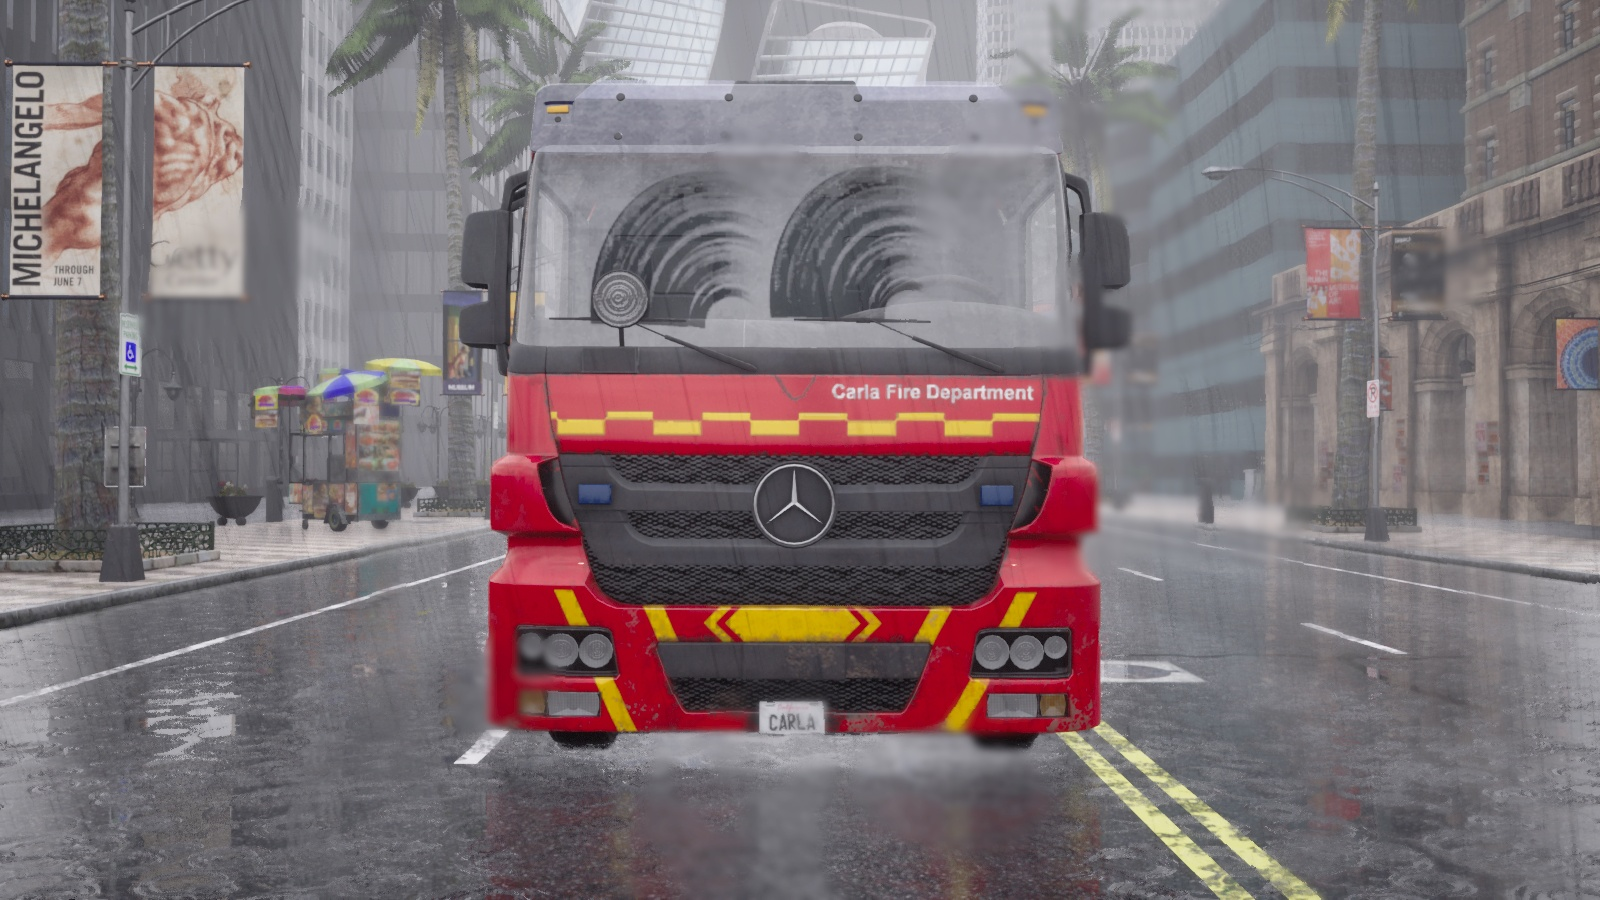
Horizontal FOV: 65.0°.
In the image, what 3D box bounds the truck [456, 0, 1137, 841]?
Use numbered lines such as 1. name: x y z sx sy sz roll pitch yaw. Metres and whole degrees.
1. truck: -0.025 -0.189 9.594 2.891 3.827 8.468 0 -1 0
